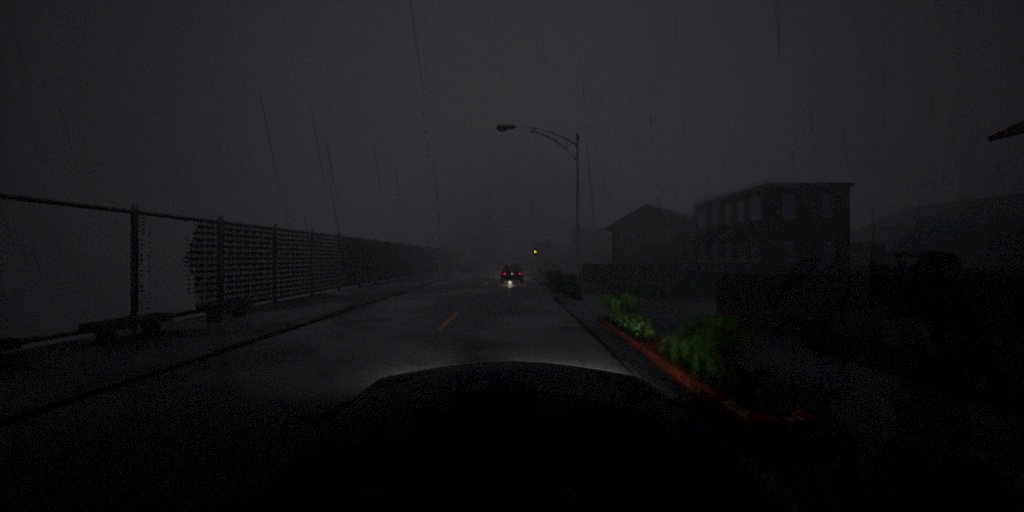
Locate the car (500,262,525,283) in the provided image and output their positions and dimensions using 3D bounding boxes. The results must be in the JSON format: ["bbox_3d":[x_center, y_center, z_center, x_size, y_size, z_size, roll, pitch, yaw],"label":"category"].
[{"bbox_3d":[0.014,1.414,29.636,2.033,1.411,5.357,0,0,0],"label":"car"}]
